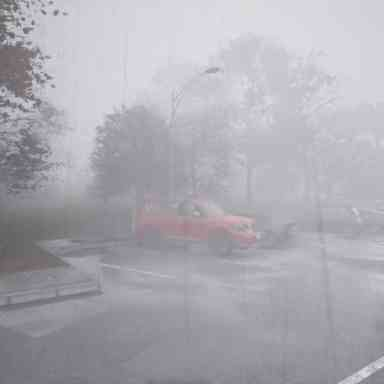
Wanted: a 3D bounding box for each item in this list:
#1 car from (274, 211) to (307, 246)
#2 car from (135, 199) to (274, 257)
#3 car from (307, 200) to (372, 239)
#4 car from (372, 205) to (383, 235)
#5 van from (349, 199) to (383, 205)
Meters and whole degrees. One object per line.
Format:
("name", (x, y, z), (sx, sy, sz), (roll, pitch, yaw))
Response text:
("car", (2.482, 1.633, 15.414), (4.792, 1.488, 2.163), (-1, -1, 34))
("car", (0.143, 1.323, 13.674), (5.566, 2.045, 2.435), (-1, -2, 34))
("car", (7.313, 1.536, 18.825), (4.553, 1.767, 2.185), (-1, -1, 34))
("car", (9.654, 1.722, 20.573), (4.792, 1.488, 2.163), (-1, -1, 34))
("van", (11.971, 1.499, 22.339), (4.442, 1.987, 1.878), (-1, -1, 34))
